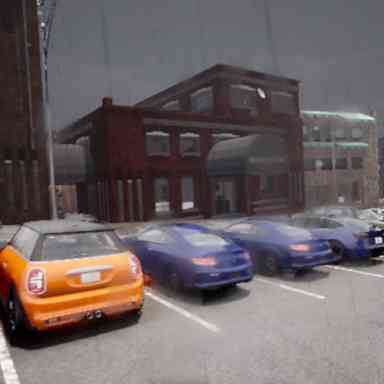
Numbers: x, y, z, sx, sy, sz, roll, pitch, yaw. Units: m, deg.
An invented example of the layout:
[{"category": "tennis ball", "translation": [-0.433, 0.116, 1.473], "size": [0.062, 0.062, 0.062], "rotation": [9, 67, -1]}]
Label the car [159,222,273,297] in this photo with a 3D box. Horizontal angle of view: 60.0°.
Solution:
[{"category": "car", "translation": [-0.444, 1.535, 8.687], "size": [2.002, 1.452, 4.674], "rotation": [0, 0, -36]}]

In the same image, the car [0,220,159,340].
[{"category": "car", "translation": [-2.819, 1.360, 6.957], "size": [2.185, 1.767, 4.553], "rotation": [0, 0, -36]}]

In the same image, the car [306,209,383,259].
[{"category": "car", "translation": [4.422, 1.543, 12.199], "size": [2.163, 1.488, 4.792], "rotation": [0, 0, -36]}]

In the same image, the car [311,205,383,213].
[{"category": "car", "translation": [6.813, 1.397, 13.908], "size": [2.185, 1.767, 4.553], "rotation": [0, 0, -36]}]

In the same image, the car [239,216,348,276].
[{"category": "car", "translation": [2.049, 1.544, 10.466], "size": [2.002, 1.452, 4.674], "rotation": [0, 0, -36]}]
